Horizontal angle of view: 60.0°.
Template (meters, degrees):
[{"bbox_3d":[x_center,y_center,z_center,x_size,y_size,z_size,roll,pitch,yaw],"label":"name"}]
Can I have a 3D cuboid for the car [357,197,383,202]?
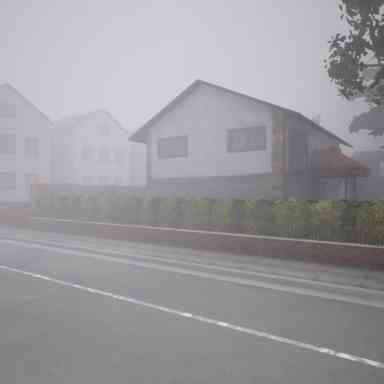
[{"bbox_3d":[14.618,1.168,25.879,3.806,1.475,1.970,0,0,35],"label":"car"}]
